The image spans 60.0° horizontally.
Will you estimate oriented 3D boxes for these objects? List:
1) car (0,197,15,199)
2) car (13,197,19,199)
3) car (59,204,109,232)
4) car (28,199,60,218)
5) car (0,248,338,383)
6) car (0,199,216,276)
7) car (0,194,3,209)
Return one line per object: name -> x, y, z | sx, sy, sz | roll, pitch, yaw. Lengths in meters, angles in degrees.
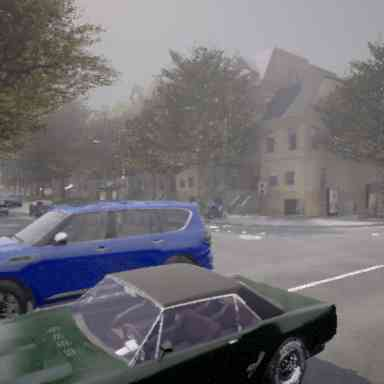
car -> -19.209, 1.484, 32.590 | 2.231, 1.521, 4.892 | 0, 0, -35
car -> -25.970, 1.483, 48.331 | 1.882, 1.535, 5.008 | 0, 0, -35
car -> -7.019, 1.569, 21.318 | 1.994, 1.385, 4.181 | 0, 0, -34
car -> -14.136, 1.511, 31.541 | 1.837, 1.490, 4.892 | 0, 0, -35
car -> -0.547, 1.602, 3.602 | 4.718, 1.301, 1.895 | 0, 0, -36
car -> -2.103, 1.223, 6.792 | 5.566, 2.045, 2.150 | 0, 0, -36
car -> -27.032, 1.232, 44.653 | 2.435, 2.045, 5.566 | 0, 0, -35
